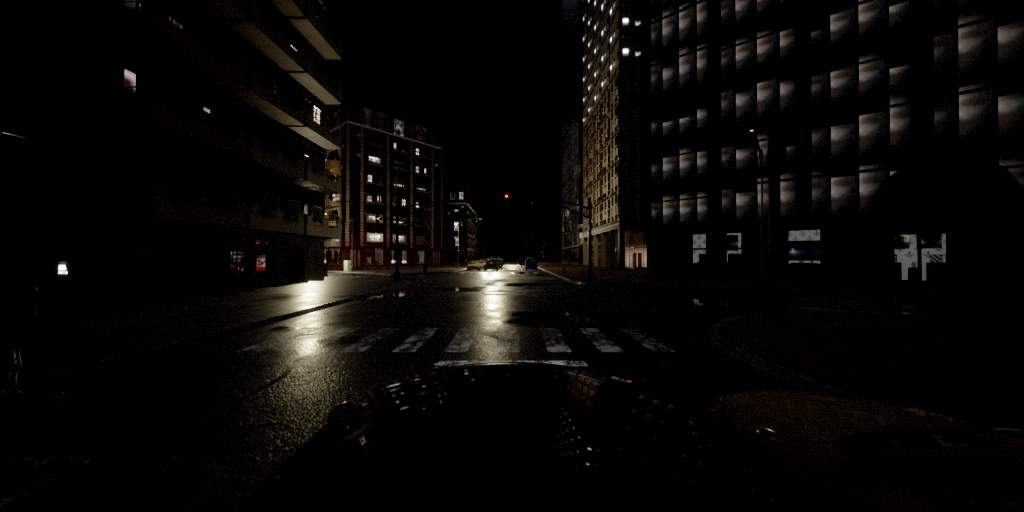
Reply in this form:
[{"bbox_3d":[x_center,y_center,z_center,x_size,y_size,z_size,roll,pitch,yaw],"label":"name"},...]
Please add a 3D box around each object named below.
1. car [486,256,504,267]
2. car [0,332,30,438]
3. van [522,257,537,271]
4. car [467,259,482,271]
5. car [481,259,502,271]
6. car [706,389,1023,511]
[{"bbox_3d":[-2.779,1.031,59.153,2.150,2.045,5.566,0,0,0],"label":"car"},{"bbox_3d":[-5.318,1.065,1.076,2.192,1.841,5.009,0,0,0],"label":"car"},{"bbox_3d":[2.614,1.131,50.067,1.690,1.789,3.998,0,0,0],"label":"van"},{"bbox_3d":[-5.267,1.316,49.906,1.751,1.417,4.829,0,0,0],"label":"car"},{"bbox_3d":[-2.800,1.390,49.229,1.895,1.301,4.718,0,0,0],"label":"car"},{"bbox_3d":[2.563,1.275,1.244,1.751,1.417,4.829,0,0,0],"label":"car"}]
